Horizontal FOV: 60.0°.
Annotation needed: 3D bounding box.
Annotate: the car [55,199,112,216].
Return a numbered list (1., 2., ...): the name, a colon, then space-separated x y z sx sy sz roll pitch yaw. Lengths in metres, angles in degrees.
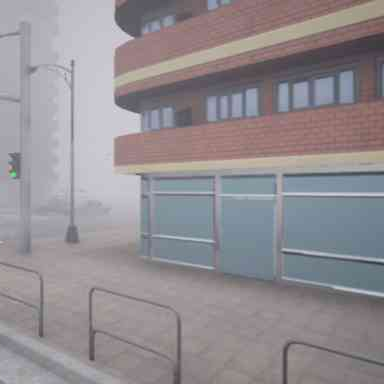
1. car: -9.972 1.499 31.311 1.895 1.301 4.718 0 0 36

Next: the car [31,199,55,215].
1. car: -13.608 1.410 32.262 1.812 1.442 4.674 0 0 36
